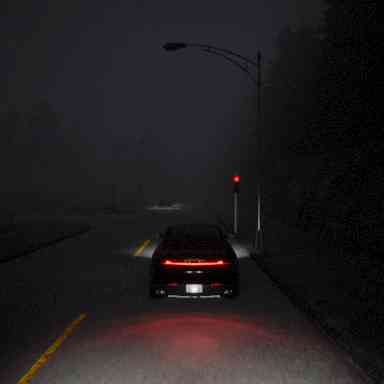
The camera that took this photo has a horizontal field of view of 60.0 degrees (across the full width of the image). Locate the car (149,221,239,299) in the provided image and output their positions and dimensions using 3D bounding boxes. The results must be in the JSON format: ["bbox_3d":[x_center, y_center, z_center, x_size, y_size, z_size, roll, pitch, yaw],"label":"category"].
[{"bbox_3d":[0.061,1.503,8.459,1.837,1.490,4.892,0,0,0],"label":"car"}]

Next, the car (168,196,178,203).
[{"bbox_3d":[-3.983,1.508,70.733,1.812,1.442,4.674,0,0,0],"label":"car"}]

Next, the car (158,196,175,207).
[{"bbox_3d":[-4.082,1.467,51.186,1.882,1.535,5.008,0,0,0],"label":"car"}]

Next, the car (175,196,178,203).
[{"bbox_3d":[-4.057,1.465,60.531,1.882,1.535,5.008,0,0,0],"label":"car"}]
